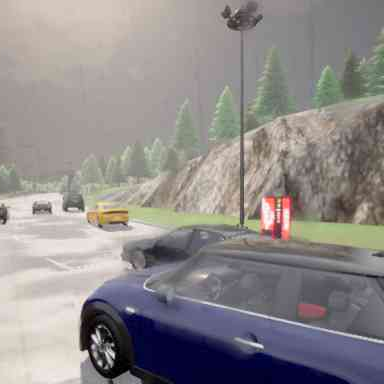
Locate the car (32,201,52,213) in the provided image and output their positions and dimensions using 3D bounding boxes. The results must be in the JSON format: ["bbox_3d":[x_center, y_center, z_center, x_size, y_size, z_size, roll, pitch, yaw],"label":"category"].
[{"bbox_3d":[-16.585,1.601,36.765,1.895,1.301,4.718,0,0,-25],"label":"car"}]

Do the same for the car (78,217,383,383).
[{"bbox_3d":[0.664,1.352,3.954,4.553,1.767,2.097,0,0,38],"label":"car"}]

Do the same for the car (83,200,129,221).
[{"bbox_3d":[-5.811,1.477,22.677,1.882,1.535,5.008,0,0,-29],"label":"car"}]

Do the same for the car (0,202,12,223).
[{"bbox_3d":[-14.829,1.491,25.053,2.128,1.511,4.902,0,0,-26],"label":"car"}]

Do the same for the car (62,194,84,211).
[{"bbox_3d":[-14.421,1.221,40.368,2.150,2.045,5.566,0,0,-25],"label":"car"}]

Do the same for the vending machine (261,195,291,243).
[{"bbox_3d":[3.882,1.195,15.396,1.100,2.100,0.880,0,0,-44],"label":"vending machine"}]
